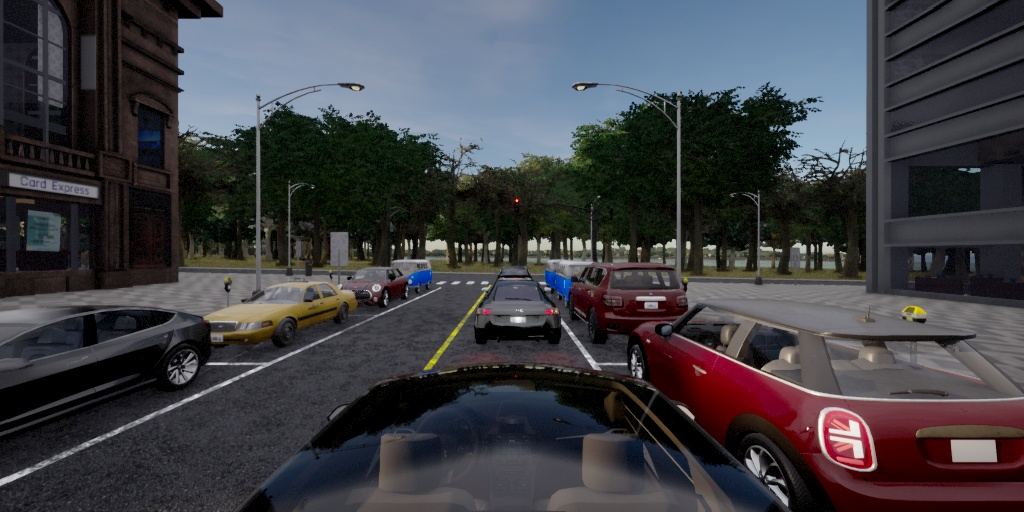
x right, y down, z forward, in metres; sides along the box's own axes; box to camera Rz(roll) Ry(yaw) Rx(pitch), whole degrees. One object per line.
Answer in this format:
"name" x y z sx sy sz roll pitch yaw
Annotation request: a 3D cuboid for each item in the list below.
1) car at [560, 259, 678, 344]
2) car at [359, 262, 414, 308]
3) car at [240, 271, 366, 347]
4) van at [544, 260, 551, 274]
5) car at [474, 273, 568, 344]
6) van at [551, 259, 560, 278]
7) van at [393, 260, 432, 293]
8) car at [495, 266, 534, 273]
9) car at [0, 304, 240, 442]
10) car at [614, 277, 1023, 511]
"car" 2.776 1.065 9.522 2.192 1.841 5.009 0 0 0
"car" -5.739 1.191 14.975 1.967 1.591 4.097 0 0 0
"car" -5.750 1.276 9.368 1.751 1.417 4.829 0 0 0
"van" 2.796 1.092 20.397 1.690 1.789 3.998 0 0 0
"car" 0.118 1.314 9.570 1.994 1.385 4.181 0 0 0
"van" 2.786 1.092 14.959 1.690 1.789 3.998 0 0 0
"van" -5.729 1.092 20.413 1.690 1.789 3.998 0 0 0
"car" 0.131 1.243 18.451 2.128 1.511 4.902 0 0 0
"car" -5.759 1.316 4.100 1.948 1.339 4.313 0 0 0
"car" 2.766 1.190 4.084 1.967 1.591 4.097 0 0 0
